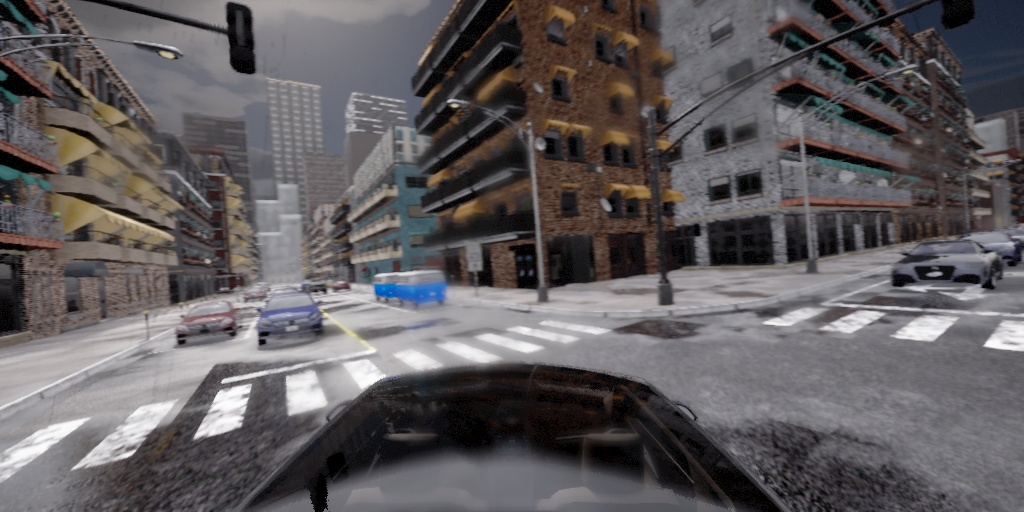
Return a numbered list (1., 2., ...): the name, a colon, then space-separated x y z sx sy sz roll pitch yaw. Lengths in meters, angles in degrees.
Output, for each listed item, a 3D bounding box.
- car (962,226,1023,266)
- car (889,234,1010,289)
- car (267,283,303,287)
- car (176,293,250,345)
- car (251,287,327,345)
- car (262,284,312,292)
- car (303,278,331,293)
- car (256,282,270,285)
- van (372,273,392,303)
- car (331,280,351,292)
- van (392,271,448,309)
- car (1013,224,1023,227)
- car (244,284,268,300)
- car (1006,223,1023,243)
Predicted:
1. car: 21.212 -0.359 16.122 4.674 1.442 1.812 -4 0 -32
2. car: 13.950 0.216 11.512 4.181 1.385 1.994 -4 0 -32
3. car: -18.821 3.223 29.695 2.033 1.411 5.357 -5 -1 -33
4. car: -11.719 2.474 14.142 1.802 1.307 4.207 0 0 -33
5. car: -7.939 2.076 12.906 1.812 1.442 4.674 -5 -1 -32
6. car: -13.150 2.636 20.944 2.033 1.411 5.357 -4 -1 -34
7. car: -22.127 3.587 40.636 1.837 1.490 4.892 -5 -1 -33
8. car: -29.996 4.221 42.288 1.967 1.591 4.097 0 0 -33
9. van: -7.780 1.997 23.371 1.690 1.789 3.998 0 0 -33
10. car: -19.965 3.498 42.136 1.802 1.307 4.207 0 0 -33
11. van: -4.734 1.682 18.680 1.690 1.789 3.998 0 0 -33
12. car: 29.952 -0.980 21.664 5.357 1.411 2.033 -4 0 -32
13. car: -26.950 4.048 37.598 1.802 1.307 4.207 0 0 -33
14. car: 43.122 -2.003 29.912 5.008 1.535 1.882 -4 0 -32
